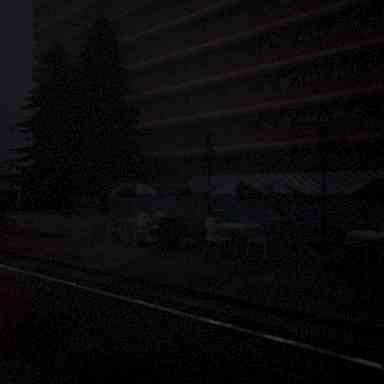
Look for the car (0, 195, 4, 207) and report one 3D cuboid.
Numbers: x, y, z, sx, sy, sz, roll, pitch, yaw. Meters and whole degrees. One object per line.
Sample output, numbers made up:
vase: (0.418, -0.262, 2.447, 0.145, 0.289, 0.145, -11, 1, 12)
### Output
car: (-29.166, 1.360, 46.962, 2.097, 1.767, 4.553, 0, 0, 12)
